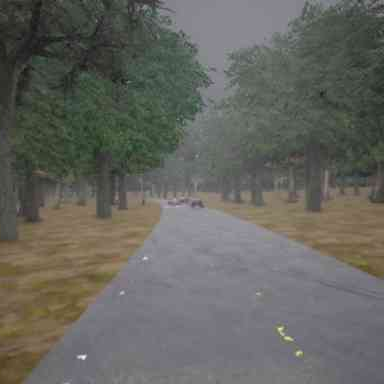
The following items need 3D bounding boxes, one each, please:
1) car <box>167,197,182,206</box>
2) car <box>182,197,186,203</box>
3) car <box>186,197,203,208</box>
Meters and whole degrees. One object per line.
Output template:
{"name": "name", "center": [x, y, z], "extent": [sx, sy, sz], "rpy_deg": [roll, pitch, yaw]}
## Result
{"name": "car", "center": [-3.270, 1.712, 58.211], "extent": [1.812, 1.442, 4.674], "rpy_deg": [0, 0, -6]}
{"name": "car", "center": [-1.795, 1.774, 70.820], "extent": [1.812, 1.442, 4.674], "rpy_deg": [0, 0, -8]}
{"name": "car", "center": [0.580, 1.686, 51.518], "extent": [1.837, 1.490, 4.892], "rpy_deg": [0, 0, -6]}
